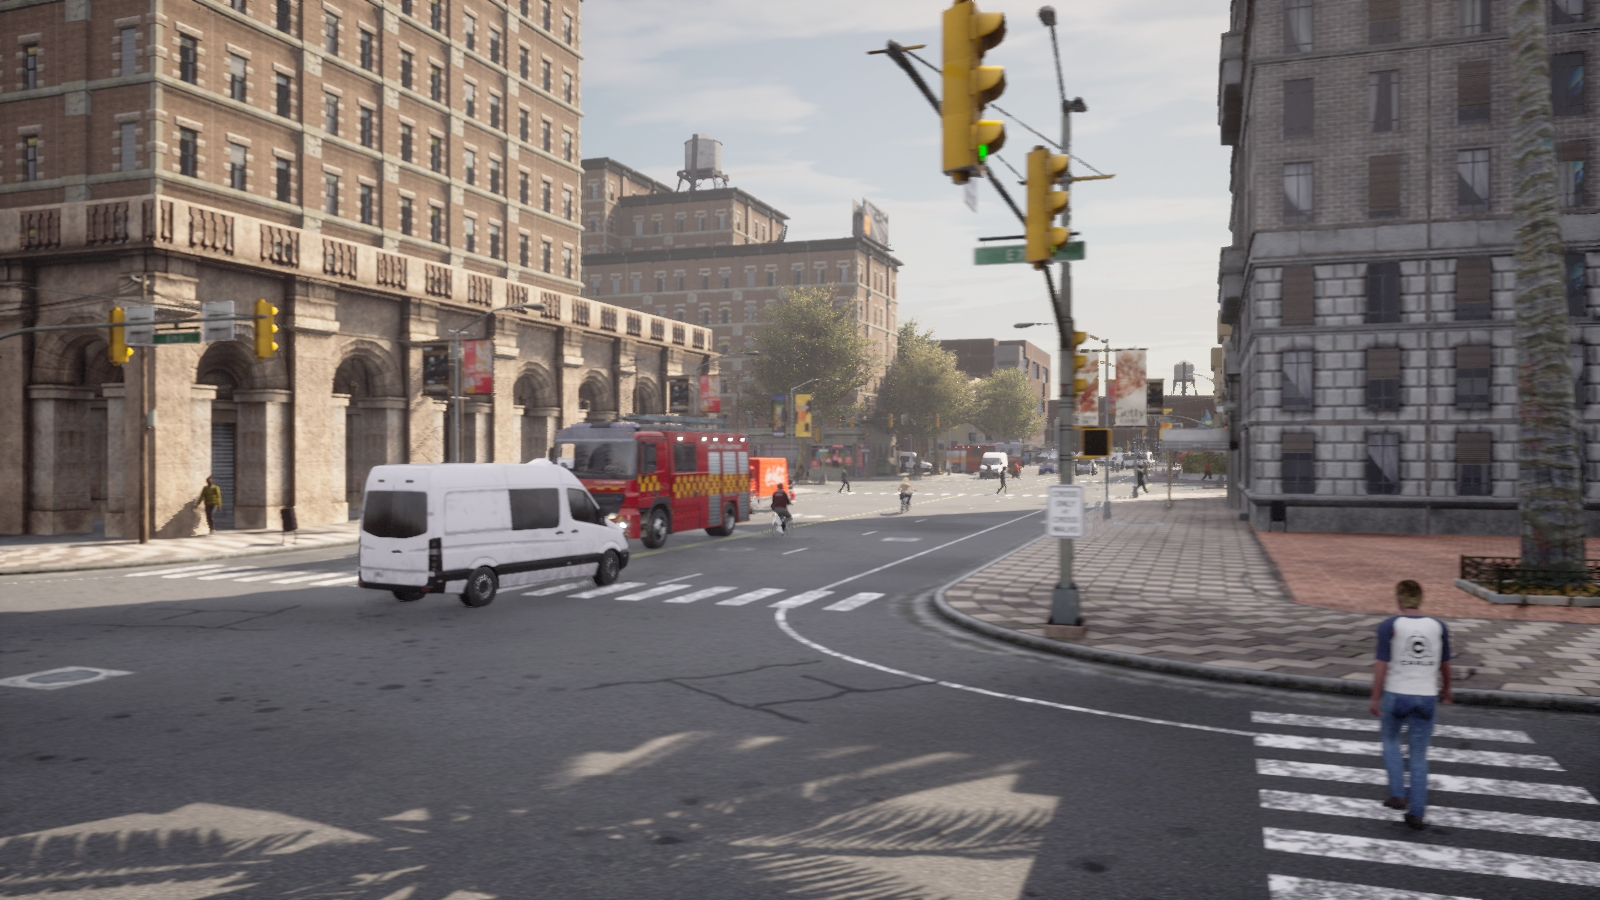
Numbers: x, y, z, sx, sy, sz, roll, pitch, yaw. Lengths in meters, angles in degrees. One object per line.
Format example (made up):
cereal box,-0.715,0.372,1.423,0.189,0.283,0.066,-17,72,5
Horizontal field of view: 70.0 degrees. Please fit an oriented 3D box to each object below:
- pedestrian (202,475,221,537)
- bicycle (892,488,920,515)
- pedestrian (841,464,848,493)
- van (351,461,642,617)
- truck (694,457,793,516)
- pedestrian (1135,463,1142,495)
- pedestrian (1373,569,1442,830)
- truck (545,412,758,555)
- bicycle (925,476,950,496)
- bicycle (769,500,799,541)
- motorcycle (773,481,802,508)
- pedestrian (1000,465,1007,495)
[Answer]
pedestrian,-17.868,1.699,34.682,0.375,1.860,0.375,0,0,1
bicycle,4.676,2.257,50.233,0.859,1.080,1.487,0,0,20
pedestrian,2.886,1.851,73.386,0.375,1.860,0.375,0,0,15
van,-5.674,1.536,22.365,1.988,2.561,5.915,0,0,28
truck,-2.452,1.570,51.071,2.627,2.467,5.204,0,0,20
pedestrian,20.013,1.697,67.492,0.375,1.860,0.375,0,0,20
pedestrian,4.552,1.849,8.572,0.375,1.860,0.375,0,0,12
truck,-4.231,0.892,35.050,2.891,3.827,8.468,0,0,20
bicycle,8.492,2.218,70.584,1.835,1.171,0.329,-1,-5,-42
bicycle,-0.494,2.212,35.947,0.329,1.171,1.835,0,0,20
motorcycle,-0.605,2.184,56.285,0.856,1.236,1.805,0,0,20
pedestrian,12.606,1.849,70.752,0.375,1.860,0.375,0,0,18
